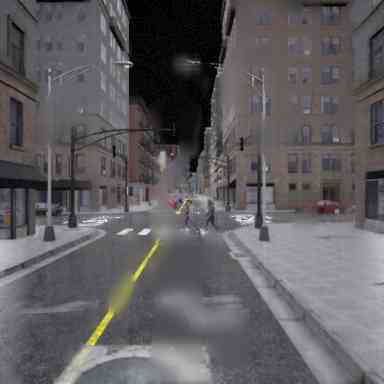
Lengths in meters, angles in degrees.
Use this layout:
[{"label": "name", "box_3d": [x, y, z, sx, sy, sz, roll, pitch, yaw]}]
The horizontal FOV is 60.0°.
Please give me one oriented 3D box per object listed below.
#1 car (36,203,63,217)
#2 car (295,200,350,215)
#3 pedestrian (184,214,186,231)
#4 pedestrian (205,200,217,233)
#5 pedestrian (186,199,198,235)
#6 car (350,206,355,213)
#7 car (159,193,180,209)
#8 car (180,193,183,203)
[{"label": "car", "box_3d": [-14.628, 1.703, 31.820, 4.403, 1.369, 2.008, -1, 0, 0]}, {"label": "car", "box_3d": [12.135, 1.433, 31.632, 4.507, 1.381, 1.887, -1, 0, 0]}, {"label": "pedestrian", "box_3d": [-0.130, 1.291, 18.359, 0.375, 1.860, 0.375, 0, 0, 0]}, {"label": "pedestrian", "box_3d": [1.021, 1.291, 17.759, 0.375, 1.860, 0.375, 0, 0, 0]}, {"label": "pedestrian", "box_3d": [-0.012, 1.292, 17.159, 0.375, 1.860, 0.375, 0, 0, 0]}, {"label": "car", "box_3d": [17.457, 1.363, 31.594, 4.829, 1.417, 1.752, -1, 0, 0]}, {"label": "car", "box_3d": [-3.101, 1.195, 44.539, 2.150, 2.045, 5.566, 0, 1, 0]}, {"label": "car", "box_3d": [-3.029, 1.161, 65.844, 2.150, 2.045, 5.566, 0, 0, 0]}]
